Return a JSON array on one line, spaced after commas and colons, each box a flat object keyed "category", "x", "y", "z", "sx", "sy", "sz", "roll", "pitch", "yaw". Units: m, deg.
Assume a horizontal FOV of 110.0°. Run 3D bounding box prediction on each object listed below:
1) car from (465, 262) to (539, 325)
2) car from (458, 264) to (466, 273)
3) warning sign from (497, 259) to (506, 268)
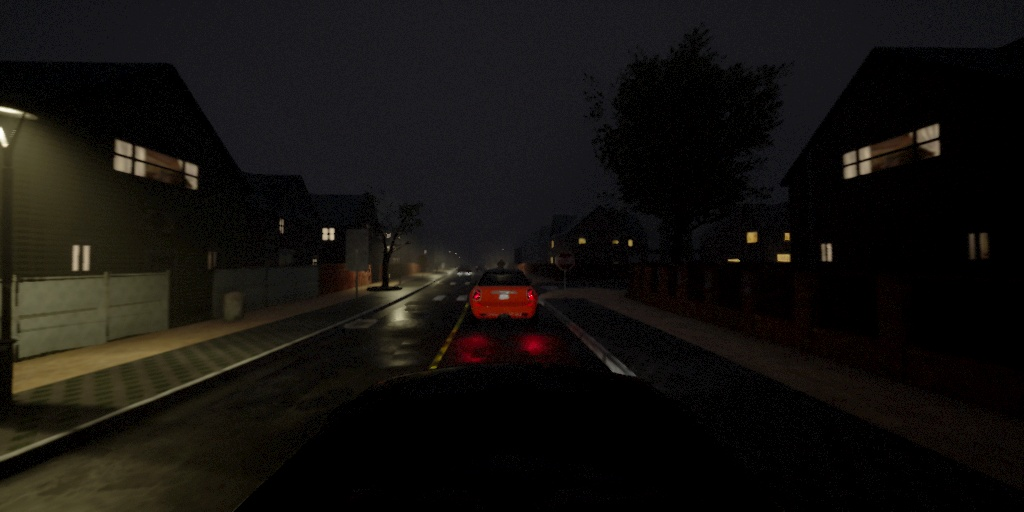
[{"category": "car", "x": -0.337, "y": 1.198, "z": 12.475, "sx": 2.097, "sy": 1.767, "sz": 4.553, "roll": 0, "pitch": 0, "yaw": -3}, {"category": "car", "x": -7.628, "y": 1.971, "z": 57.633, "sx": 1.994, "sy": 1.385, "sz": 4.181, "roll": 0, "pitch": -1, "yaw": -6}, {"category": "warning sign", "x": -1.447, "y": 1.397, "z": 49.707, "sx": 1.300, "sy": 1.860, "sz": 1.060, "roll": 0, "pitch": 0, "yaw": -6}]
